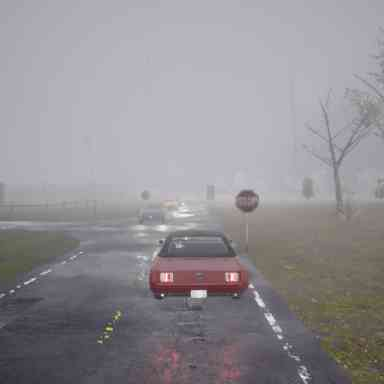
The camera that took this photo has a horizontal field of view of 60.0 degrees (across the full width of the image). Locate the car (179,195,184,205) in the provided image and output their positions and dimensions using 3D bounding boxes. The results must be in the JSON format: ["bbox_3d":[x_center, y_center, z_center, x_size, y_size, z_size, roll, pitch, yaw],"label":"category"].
[{"bbox_3d":[-2.663,1.513,53.837,1.837,1.490,4.892,0,-1,0],"label":"car"}]

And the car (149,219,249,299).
[{"bbox_3d":[0.098,1.604,8.388,1.895,1.301,4.718,0,0,-1],"label":"car"}]

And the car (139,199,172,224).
[{"bbox_3d":[-2.776,1.514,24.934,1.837,1.490,4.892,0,0,0],"label":"car"}]

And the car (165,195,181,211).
[{"bbox_3d":[-2.724,1.486,40.494,1.882,1.535,5.008,0,0,0],"label":"car"}]
